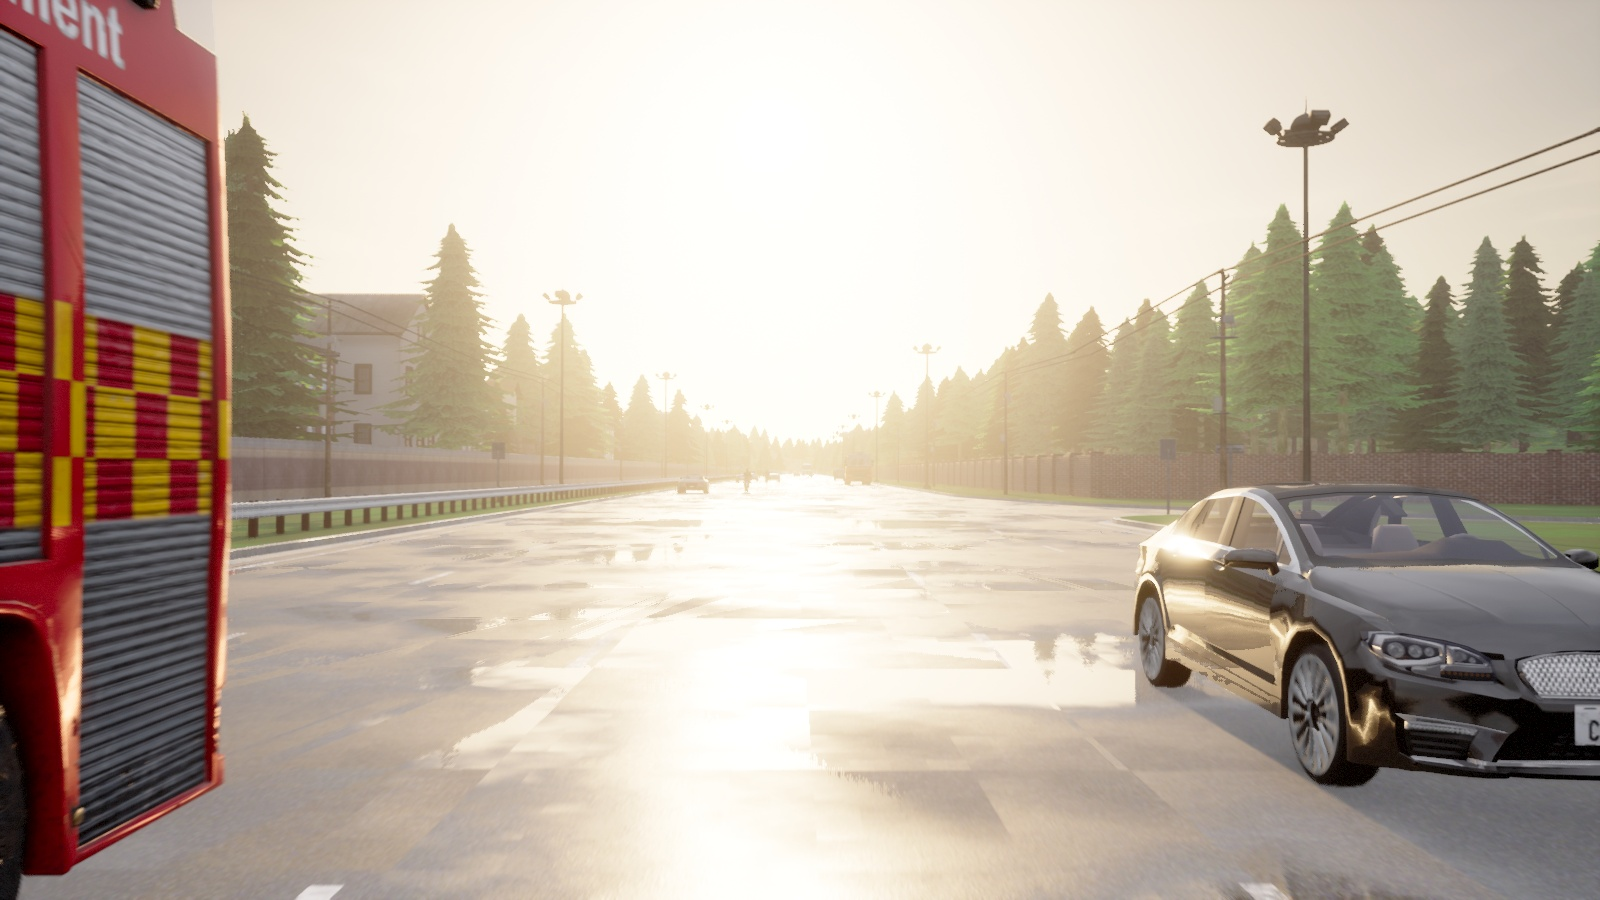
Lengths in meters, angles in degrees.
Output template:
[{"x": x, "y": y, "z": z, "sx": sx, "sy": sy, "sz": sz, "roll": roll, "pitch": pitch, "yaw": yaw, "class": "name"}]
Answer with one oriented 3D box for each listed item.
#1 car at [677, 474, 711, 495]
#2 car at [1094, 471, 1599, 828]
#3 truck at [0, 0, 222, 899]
[{"x": -7.205, "y": 2.341, "z": 85.642, "sx": 1.994, "sy": 1.385, "sz": 4.181, "roll": 0, "pitch": -1, "yaw": 0, "class": "car"}, {"x": 3.479, "y": 0.887, "z": 7.796, "sx": 2.128, "sy": 1.511, "sz": 4.902, "roll": 0, "pitch": -1, "yaw": 0, "class": "car"}, {"x": -3.505, "y": -0.332, "z": 0.240, "sx": 2.891, "sy": 3.827, "sz": 8.468, "roll": 0, "pitch": -1, "yaw": 0, "class": "truck"}]
